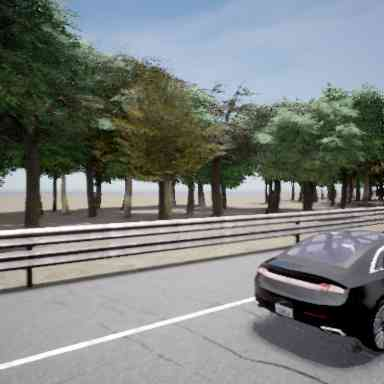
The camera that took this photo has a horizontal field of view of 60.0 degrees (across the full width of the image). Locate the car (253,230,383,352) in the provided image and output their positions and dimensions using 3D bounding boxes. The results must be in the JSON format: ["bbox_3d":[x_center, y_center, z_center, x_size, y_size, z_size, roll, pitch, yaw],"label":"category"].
[{"bbox_3d":[3.298,1.468,6.151,4.902,1.511,2.128,0,0,-35],"label":"car"}]
